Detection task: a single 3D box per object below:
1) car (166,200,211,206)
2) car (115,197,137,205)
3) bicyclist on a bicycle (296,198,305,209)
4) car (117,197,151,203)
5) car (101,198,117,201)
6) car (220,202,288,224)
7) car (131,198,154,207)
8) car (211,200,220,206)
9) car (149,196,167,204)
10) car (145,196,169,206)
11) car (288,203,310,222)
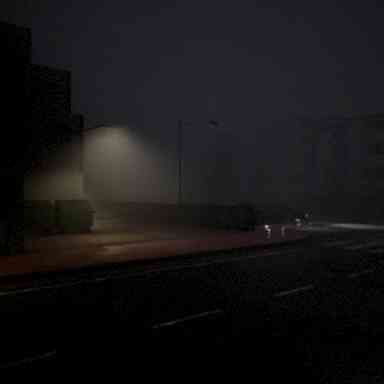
[{"bbox_3d":[-0.432,1.693,33.775,1.994,1.385,4.181,0,0,-35],"label":"car"},{"bbox_3d":[-13.008,1.750,65.887,4.181,1.385,1.994,0,0,38],"label":"car"},{"bbox_3d":[12.994,1.526,39.908,1.656,1.620,0.582,0,0,-36],"label":"bicyclist on a bicycle"},{"bbox_3d":[-7.769,1.729,43.985,1.895,1.301,4.718,0,0,-36],"label":"car"},{"bbox_3d":[-15.220,1.764,63.167,4.718,1.301,1.895,0,0,34],"label":"car"},{"bbox_3d":[4.815,1.606,26.453,1.882,1.535,5.008,0,0,-36],"label":"car"},{"bbox_3d":[-8.382,1.738,56.450,1.994,1.385,4.181,0,0,-40],"label":"car"},{"bbox_3d":[2.241,1.656,36.052,1.837,1.490,4.892,0,0,-36],"label":"car"},{"bbox_3d":[-5.636,1.508,46.976,2.097,1.767,4.553,0,-1,-36],"label":"car"},{"bbox_3d":[-6.251,1.549,59.275,2.097,1.767,4.553,1,0,-41],"label":"car"},{"bbox_3d":[7.688,1.644,28.538,2.128,1.511,4.902,0,0,-37],"label":"car"}]
